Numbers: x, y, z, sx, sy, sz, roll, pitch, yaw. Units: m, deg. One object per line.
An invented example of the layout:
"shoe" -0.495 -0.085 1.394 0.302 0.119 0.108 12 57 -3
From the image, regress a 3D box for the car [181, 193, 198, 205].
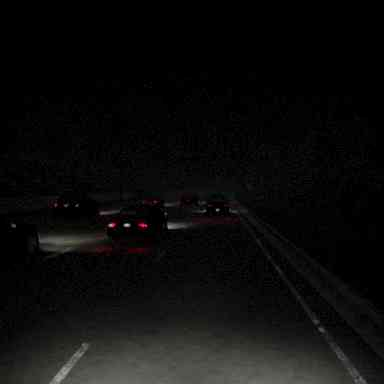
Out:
"car" -0.290 0.836 41.778 1.882 1.535 5.008 0 1 4

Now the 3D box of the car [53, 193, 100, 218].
"car" -8.587 0.963 25.234 2.097 1.767 4.553 0 1 4

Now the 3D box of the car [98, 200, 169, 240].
"car" -2.326 1.309 15.417 2.033 1.411 5.357 0 1 4

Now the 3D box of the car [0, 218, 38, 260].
"car" -6.245 1.333 9.280 1.882 1.535 5.008 0 1 3

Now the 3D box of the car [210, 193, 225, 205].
"car" 3.366 0.854 43.719 1.812 1.442 4.674 0 1 4

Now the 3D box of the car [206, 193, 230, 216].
"car" 2.086 1.109 27.034 1.812 1.442 4.674 0 1 4

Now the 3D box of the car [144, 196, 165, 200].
"car" -4.199 1.037 36.640 1.895 1.301 4.718 0 1 4
